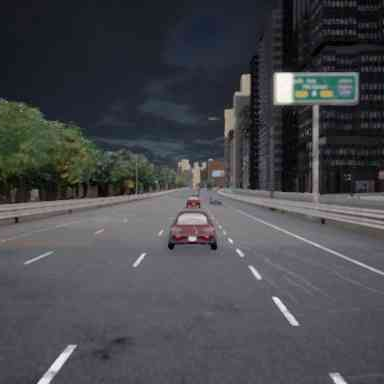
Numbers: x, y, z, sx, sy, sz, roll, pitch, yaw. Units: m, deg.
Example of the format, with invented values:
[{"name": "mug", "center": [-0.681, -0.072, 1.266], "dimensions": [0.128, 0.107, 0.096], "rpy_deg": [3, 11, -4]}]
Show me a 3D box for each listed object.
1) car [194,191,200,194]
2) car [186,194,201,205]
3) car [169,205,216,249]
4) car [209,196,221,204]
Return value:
[{"name": "car", "center": [0.753, 1.127, 83.836], "dimensions": [1.837, 1.490, 4.892], "rpy_deg": [0, 0, 1]}, {"name": "car", "center": [0.240, 1.383, 47.007], "dimensions": [1.882, 1.535, 5.008], "rpy_deg": [0, 0, 1]}, {"name": "car", "center": [0.024, 1.524, 14.367], "dimensions": [1.812, 1.442, 4.674], "rpy_deg": [0, 0, 0]}, {"name": "car", "center": [3.954, 1.385, 57.333], "dimensions": [2.033, 1.411, 5.357], "rpy_deg": [0, 0, 1]}]
